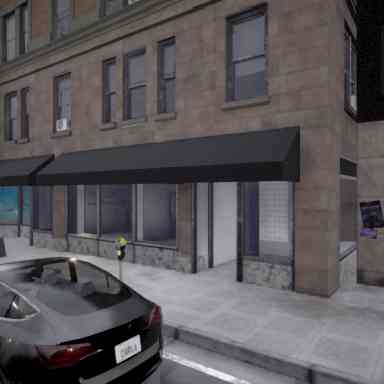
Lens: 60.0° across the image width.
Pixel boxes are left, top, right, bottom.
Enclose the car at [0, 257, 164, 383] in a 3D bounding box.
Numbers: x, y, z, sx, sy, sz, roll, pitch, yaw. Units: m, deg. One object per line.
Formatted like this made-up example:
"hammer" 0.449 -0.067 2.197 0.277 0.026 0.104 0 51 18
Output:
"car" -2.314 1.566 4.451 4.313 1.339 1.947 0 0 35
